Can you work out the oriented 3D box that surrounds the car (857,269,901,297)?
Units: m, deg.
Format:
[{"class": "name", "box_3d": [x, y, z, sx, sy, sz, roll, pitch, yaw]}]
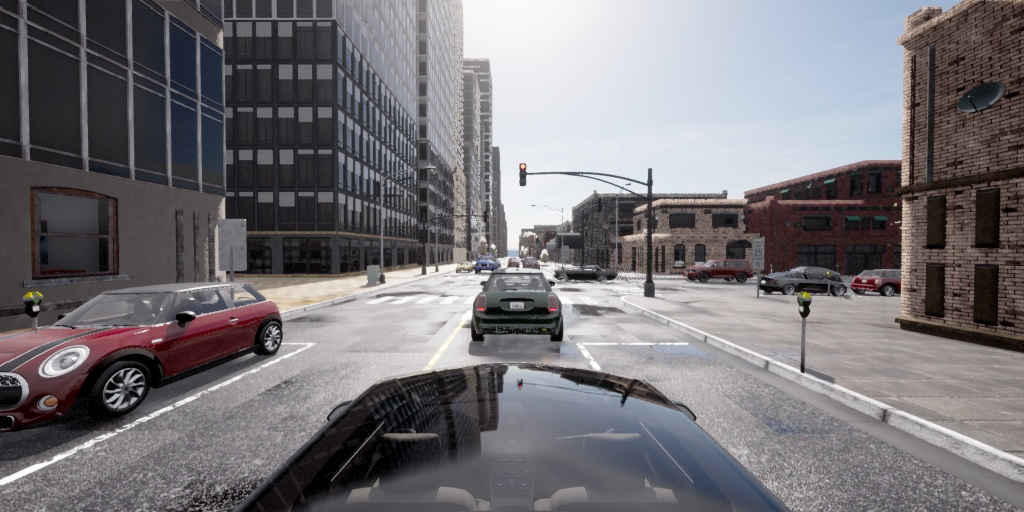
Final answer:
[{"class": "car", "box_3d": [22.005, 1.474, 20.394, 4.097, 1.591, 1.967, 0, 0, 1]}]

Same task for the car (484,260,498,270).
[{"class": "car", "box_3d": [-2.969, 1.264, 51.731, 1.812, 1.442, 4.674, 0, 0, 0]}]

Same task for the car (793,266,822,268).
[{"class": "car", "box_3d": [21.318, 1.461, 26.188, 4.674, 1.442, 1.812, 1, 1, 1]}]

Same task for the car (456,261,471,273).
[{"class": "car", "box_3d": [-5.725, 1.265, 43.437, 1.751, 1.417, 4.829, 0, 0, 0]}]

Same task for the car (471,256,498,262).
[{"class": "car", "box_3d": [-2.989, 0.962, 41.540, 2.150, 2.045, 5.566, 0, 0, 1]}]

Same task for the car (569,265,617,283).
[{"class": "car", "box_3d": [5.609, 1.360, 27.495, 4.718, 1.301, 1.895, 1, 0, 18]}]

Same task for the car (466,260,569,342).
[{"class": "car", "box_3d": [0.155, 1.100, 9.953, 2.097, 1.767, 4.553, 0, 0, 1]}]

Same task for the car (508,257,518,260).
[{"class": "car", "box_3d": [0.240, 1.263, 58.620, 1.812, 1.442, 4.674, 0, 0, 0]}]

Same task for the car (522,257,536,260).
[{"class": "car", "box_3d": [2.808, 1.178, 49.175, 1.967, 1.591, 4.097, 0, 0, 0]}]

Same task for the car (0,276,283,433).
[{"class": "car", "box_3d": [-5.682, 1.188, 5.659, 1.967, 1.591, 4.097, 0, 0, 0]}]

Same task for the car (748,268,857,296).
[{"class": "car", "box_3d": [16.458, 1.547, 20.480, 4.313, 1.339, 1.948, 0, 0, 1]}]

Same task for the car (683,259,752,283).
[{"class": "car", "box_3d": [16.585, 1.164, 28.858, 5.009, 1.841, 2.192, 0, 0, 1]}]
